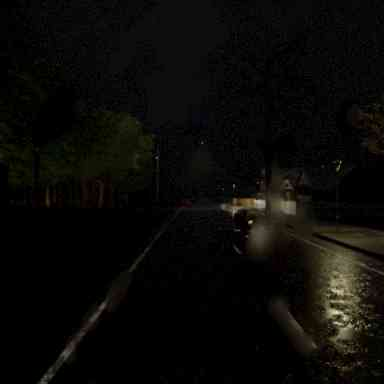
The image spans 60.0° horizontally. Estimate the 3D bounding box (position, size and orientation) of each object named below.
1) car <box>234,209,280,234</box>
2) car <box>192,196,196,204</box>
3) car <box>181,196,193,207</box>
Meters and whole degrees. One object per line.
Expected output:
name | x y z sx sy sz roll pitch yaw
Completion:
car | 3.597 1.628 19.343 1.895 1.301 4.718 0 0 0
car | -0.013 2.008 85.121 2.150 2.045 5.566 0 -1 0
car | -1.236 2.103 66.480 1.882 1.535 5.008 0 -1 0
